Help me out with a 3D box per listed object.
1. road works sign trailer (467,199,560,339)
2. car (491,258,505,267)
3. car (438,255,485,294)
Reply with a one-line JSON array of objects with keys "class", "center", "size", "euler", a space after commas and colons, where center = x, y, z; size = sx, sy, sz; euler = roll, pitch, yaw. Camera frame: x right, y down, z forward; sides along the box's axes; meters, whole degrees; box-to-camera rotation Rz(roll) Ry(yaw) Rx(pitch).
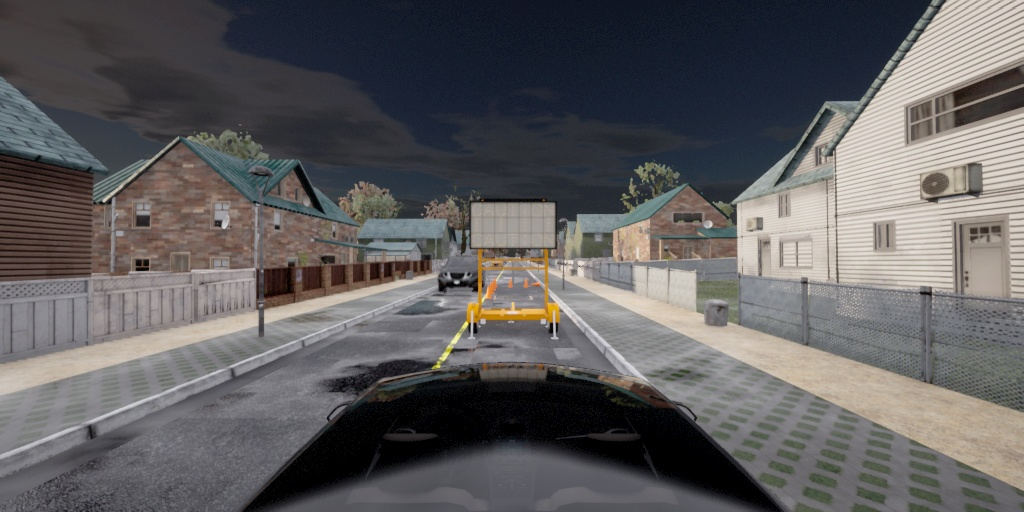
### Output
[{"class": "road works sign trailer", "center": [0.032, 0.217, 10.018], "size": [2.380, 3.560, 2.880], "euler": [0, 0, 0]}, {"class": "car", "center": [-2.616, 1.225, 62.135], "size": [1.882, 1.535, 5.008], "euler": [0, 0, 1]}, {"class": "car", "center": [-2.782, 0.976, 20.892], "size": [2.150, 2.045, 5.566], "euler": [0, 0, 0]}]
